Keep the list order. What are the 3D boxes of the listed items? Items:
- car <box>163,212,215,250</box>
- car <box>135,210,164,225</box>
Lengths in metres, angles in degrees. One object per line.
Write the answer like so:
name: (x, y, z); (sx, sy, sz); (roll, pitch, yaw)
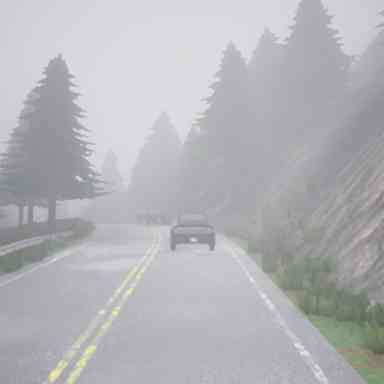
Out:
car: (-0.045, 1.658, 15.193); (2.128, 1.511, 4.902); (0, -1, -2)
car: (-3.701, 2.283, 30.180); (1.895, 1.301, 4.718); (2, -5, -25)
